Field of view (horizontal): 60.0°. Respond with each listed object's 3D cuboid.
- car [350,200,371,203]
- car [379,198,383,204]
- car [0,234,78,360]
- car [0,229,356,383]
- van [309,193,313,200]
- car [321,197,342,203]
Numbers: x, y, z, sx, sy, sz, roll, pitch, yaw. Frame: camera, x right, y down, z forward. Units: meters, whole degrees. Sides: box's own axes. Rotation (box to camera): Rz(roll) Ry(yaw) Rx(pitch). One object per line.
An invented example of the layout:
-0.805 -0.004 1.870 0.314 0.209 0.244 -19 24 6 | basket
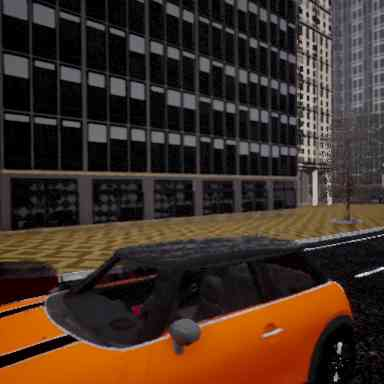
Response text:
32.406 1.634 64.111 1.802 1.307 4.206 0 1 -40 | car
36.041 1.653 59.739 1.947 1.339 4.313 0 1 -40 | car
-4.512 1.554 4.374 5.357 1.411 2.033 0 0 -35 | car
-0.279 1.362 3.548 4.553 1.767 2.097 0 0 -36 | car
27.977 1.171 82.633 1.690 1.788 3.998 0 1 -40 | van
28.803 1.582 68.507 1.947 1.339 4.313 0 1 -40 | car
